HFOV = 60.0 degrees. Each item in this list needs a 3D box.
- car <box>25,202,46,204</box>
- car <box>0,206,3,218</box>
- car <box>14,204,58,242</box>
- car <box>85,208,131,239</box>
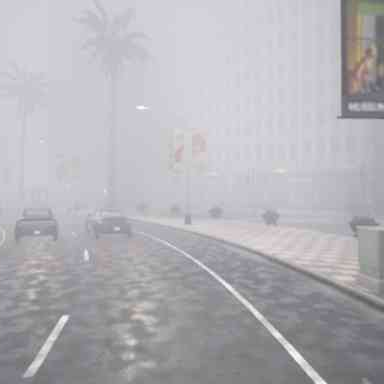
[{"bbox_3d":[-15.288,1.665,32.142,4.902,1.511,2.128,0,0,44],"label":"car"},{"bbox_3d":[-19.394,1.668,31.241,4.902,1.511,2.128,0,0,43],"label":"car"},{"bbox_3d":[-7.933,1.583,16.992,2.128,1.511,4.902,0,0,-25],"label":"car"},{"bbox_3d":[-4.604,1.618,18.108,1.812,1.442,4.674,0,0,-25],"label":"car"}]
